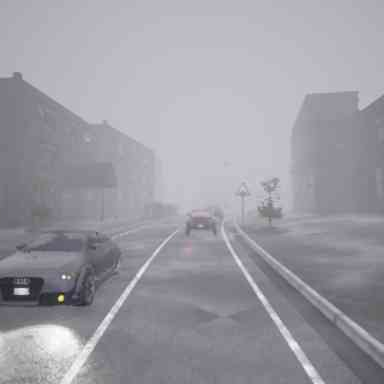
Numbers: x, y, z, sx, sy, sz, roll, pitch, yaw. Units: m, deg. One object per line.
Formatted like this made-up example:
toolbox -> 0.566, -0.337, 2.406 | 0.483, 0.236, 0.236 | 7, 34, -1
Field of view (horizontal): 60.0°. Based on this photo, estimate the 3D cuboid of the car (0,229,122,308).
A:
car -> -3.023, 1.609, 7.939 | 1.994, 1.385, 4.181 | 0, -1, 1

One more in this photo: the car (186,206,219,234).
car -> 0.656, 1.829, 21.249 | 1.812, 1.442, 4.674 | 0, -2, 4

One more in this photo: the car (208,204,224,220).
car -> 2.629, 2.271, 38.675 | 2.097, 1.767, 4.553 | -1, -2, 9
